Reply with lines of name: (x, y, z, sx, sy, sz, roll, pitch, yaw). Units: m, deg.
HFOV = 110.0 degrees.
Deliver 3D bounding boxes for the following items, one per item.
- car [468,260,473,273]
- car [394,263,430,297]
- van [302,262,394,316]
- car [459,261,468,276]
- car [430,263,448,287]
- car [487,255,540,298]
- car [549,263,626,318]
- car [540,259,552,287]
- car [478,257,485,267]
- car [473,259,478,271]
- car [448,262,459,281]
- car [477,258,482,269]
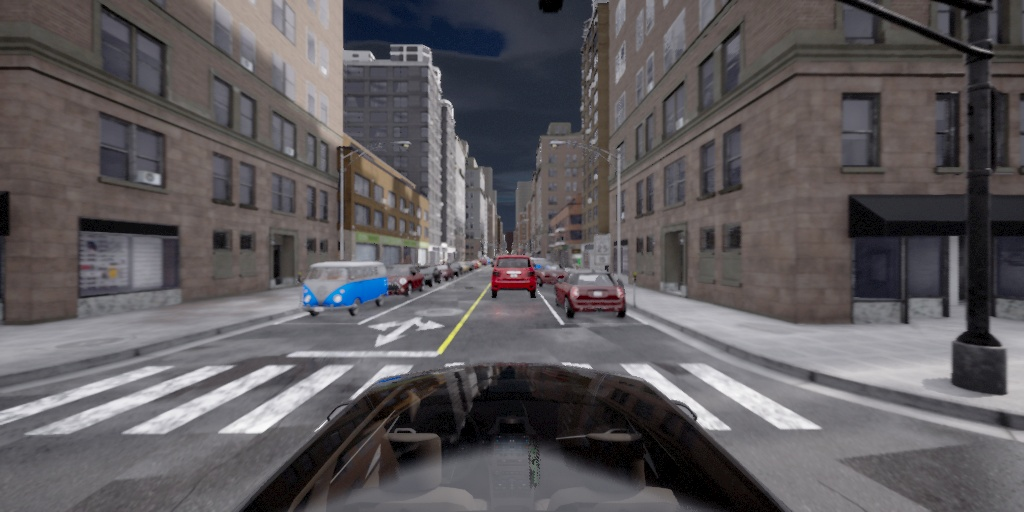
car: (-5.907, 1.291, 41.181, 1.751, 1.417, 4.829, 0, 0, 0)
car: (-5.877, 1.199, 18.678, 1.967, 1.591, 4.097, 0, 0, 0)
van: (-5.870, 1.097, 13.009, 1.690, 1.789, 3.998, 0, 0, 0)
car: (-5.900, 1.331, 35.683, 1.948, 1.339, 4.313, 0, 0, 0)
car: (-5.885, 1.327, 24.346, 1.948, 1.339, 4.313, 0, 0, 0)
car: (0.080, 0.980, 18.871, 2.150, 2.045, 5.566, 0, 0, 0)
car: (2.656, 1.195, 13.023, 1.967, 1.591, 4.097, 0, 0, 0)
car: (2.641, 1.200, 24.361, 1.967, 1.591, 4.097, 0, 0, 0)
car: (-5.930, 1.292, 58.186, 1.751, 1.417, 4.829, 0, 0, 0)
car: (-5.915, 1.332, 47.019, 1.948, 1.339, 4.313, 0, 0, 0)
car: (-5.893, 1.345, 30.015, 1.802, 1.307, 4.207, 0, 0, 0)
car: (-5.923, 1.312, 52.687, 1.888, 1.381, 4.507, 0, 0, 0)
